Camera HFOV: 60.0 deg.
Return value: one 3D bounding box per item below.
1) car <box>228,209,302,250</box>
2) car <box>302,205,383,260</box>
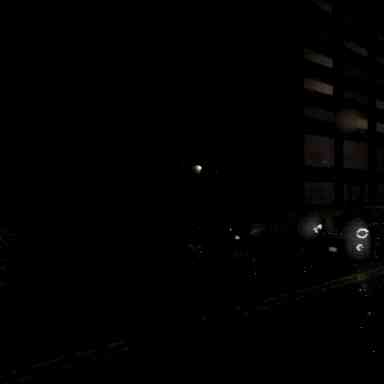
[{"bbox_3d":[3.653,1.481,14.275,4.674,1.442,1.812,0,0,-36],"label":"car"},{"bbox_3d":[6.481,1.303,12.301,4.553,1.767,2.097,0,0,-35],"label":"car"}]
